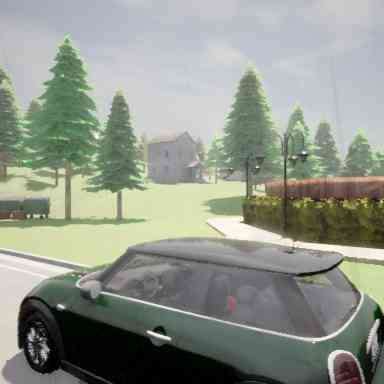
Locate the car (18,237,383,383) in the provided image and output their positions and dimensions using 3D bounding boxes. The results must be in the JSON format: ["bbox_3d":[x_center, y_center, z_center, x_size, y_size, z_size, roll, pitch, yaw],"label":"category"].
[{"bbox_3d":[-0.156,1.353,4.097,4.553,1.767,2.097,0,0,36],"label":"car"}]
